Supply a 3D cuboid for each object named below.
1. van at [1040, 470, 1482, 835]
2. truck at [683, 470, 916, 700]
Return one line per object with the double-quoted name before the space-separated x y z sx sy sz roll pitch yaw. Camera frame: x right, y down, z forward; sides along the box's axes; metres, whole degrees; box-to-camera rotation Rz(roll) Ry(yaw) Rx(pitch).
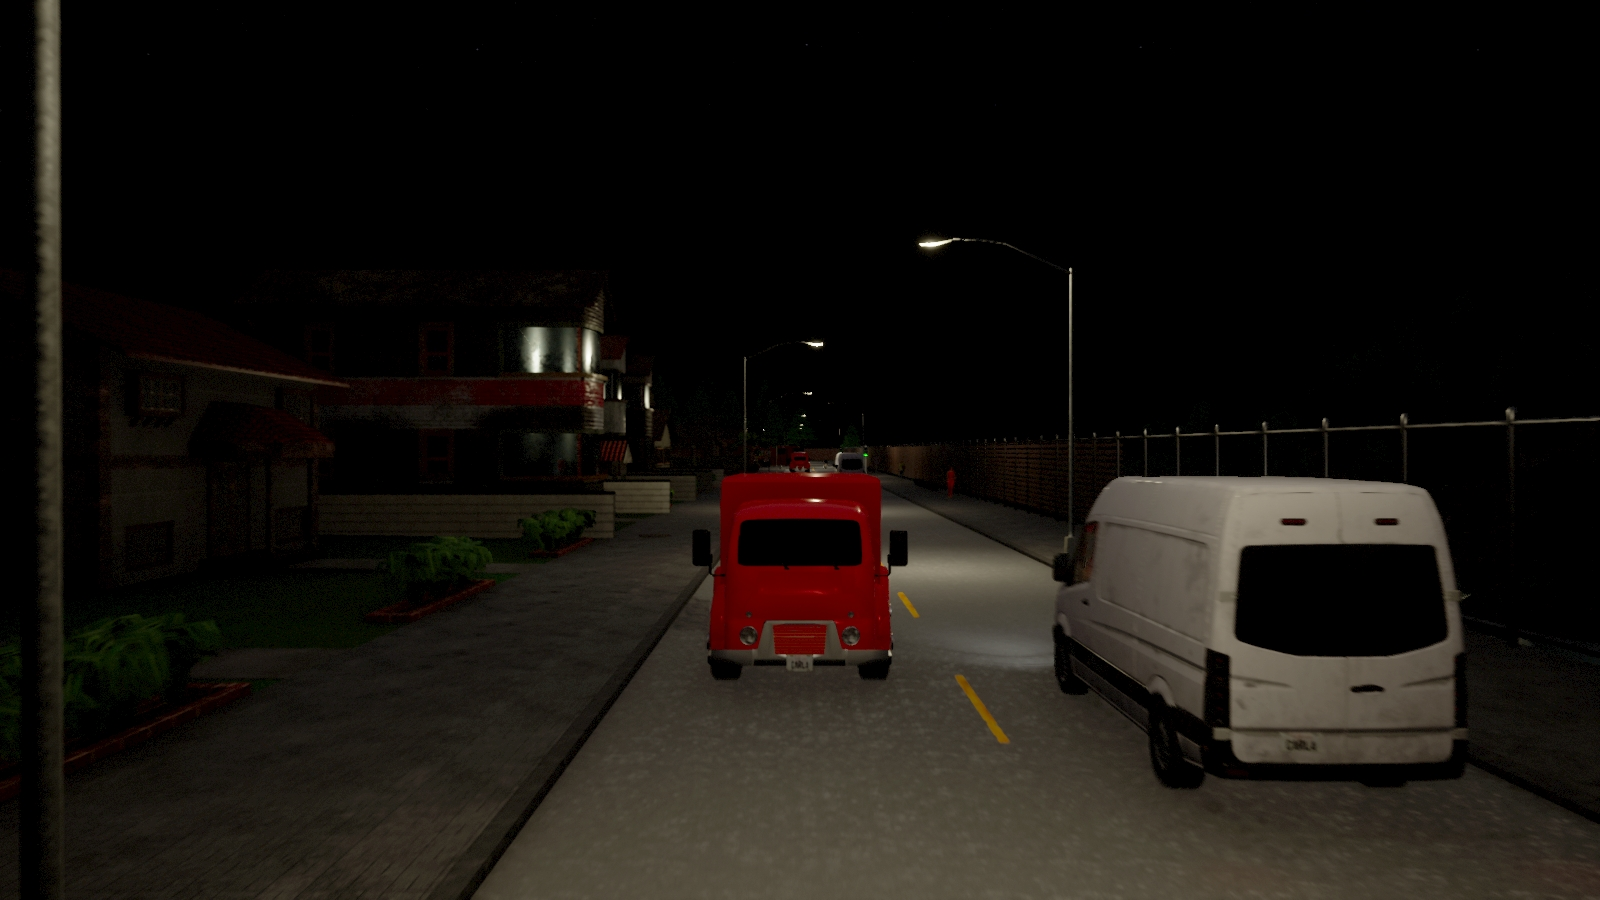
"van" 3.994 1.534 11.310 1.988 2.561 5.915 0 0 0
"truck" 0.011 1.565 15.452 2.627 2.467 5.204 0 0 0
